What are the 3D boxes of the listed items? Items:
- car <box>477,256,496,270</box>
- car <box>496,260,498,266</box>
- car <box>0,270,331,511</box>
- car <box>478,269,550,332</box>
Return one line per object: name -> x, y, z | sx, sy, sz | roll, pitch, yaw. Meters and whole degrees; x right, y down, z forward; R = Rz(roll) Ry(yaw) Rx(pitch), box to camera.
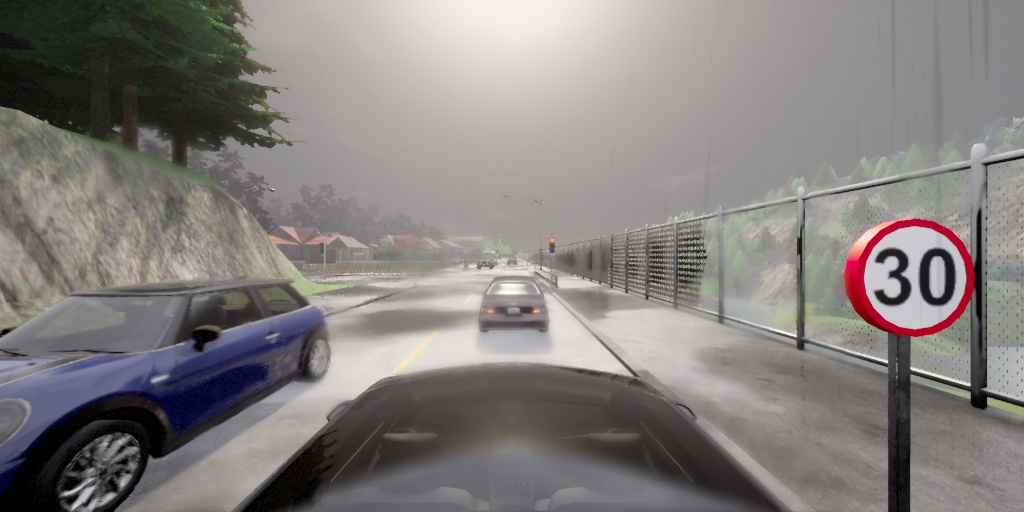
car -> -4.035, 0.971, 54.656 | 2.150, 2.045, 5.566 | 0, 0, 0
car -> -3.986, 1.297, 64.898 | 2.033, 1.411, 5.357 | 0, 0, 0
car -> -4.090, 1.102, 4.092 | 2.097, 1.767, 4.553 | 0, 0, 0
car -> 0.058, 1.297, 10.757 | 2.033, 1.411, 5.357 | 0, 0, 0
